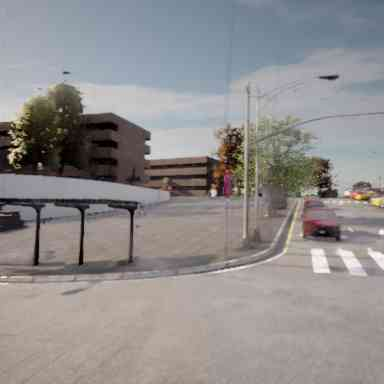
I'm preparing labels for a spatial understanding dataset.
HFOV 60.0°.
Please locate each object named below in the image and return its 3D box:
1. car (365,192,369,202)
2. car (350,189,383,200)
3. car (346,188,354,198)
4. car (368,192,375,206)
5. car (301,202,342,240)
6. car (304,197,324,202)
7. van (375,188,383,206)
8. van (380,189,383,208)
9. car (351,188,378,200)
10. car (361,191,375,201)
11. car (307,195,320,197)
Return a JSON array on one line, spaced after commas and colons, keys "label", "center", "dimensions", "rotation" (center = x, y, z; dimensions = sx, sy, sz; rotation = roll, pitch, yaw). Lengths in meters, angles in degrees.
[{"label": "car", "center": [24.459, 1.029, 40.852], "dimensions": [4.674, 1.452, 2.002], "rotation": [0, 2, -1]}, {"label": "car", "center": [30.340, 0.376, 58.010], "dimensions": [4.553, 1.767, 2.185], "rotation": [1, 1, -2]}, {"label": "car", "center": [29.372, 0.333, 55.114], "dimensions": [5.566, 2.045, 2.435], "rotation": [0, 2, -1]}, {"label": "car", "center": [23.631, 1.067, 38.005], "dimensions": [5.366, 1.575, 1.946], "rotation": [0, 1, 0]}, {"label": "car", "center": [7.326, 1.664, 18.936], "dimensions": [1.882, 1.535, 5.008], "rotation": [0, 2, 20]}, {"label": "car", "center": [10.559, 1.485, 28.293], "dimensions": [1.994, 1.385, 4.181], "rotation": [0, 2, 19]}, {"label": "van", "center": [22.319, 0.924, 35.142], "dimensions": [4.442, 1.987, 1.878], "rotation": [0, 2, 0]}, {"label": "van", "center": [21.309, 1.005, 32.288], "dimensions": [4.442, 1.987, 1.878], "rotation": [0, 2, 0]}, {"label": "car", "center": [28.607, 0.663, 52.266], "dimensions": [5.366, 1.575, 1.946], "rotation": [0, 1, -1]}, {"label": "car", "center": [25.453, 0.947, 43.712], "dimensions": [4.674, 1.452, 2.002], "rotation": [0, 1, -1]}, {"label": "car", "center": [13.813, 1.130, 37.765], "dimensions": [1.882, 1.535, 5.008], "rotation": [0, 2, 19]}]
